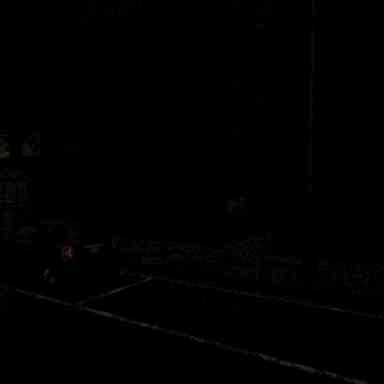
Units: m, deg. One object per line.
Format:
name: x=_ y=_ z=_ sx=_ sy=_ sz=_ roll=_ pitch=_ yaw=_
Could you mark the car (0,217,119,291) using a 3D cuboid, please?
car: x=-4.026 y=1.445 z=9.106 sx=4.097 sy=1.590 sz=1.967 roll=0 pitch=1 yaw=32
